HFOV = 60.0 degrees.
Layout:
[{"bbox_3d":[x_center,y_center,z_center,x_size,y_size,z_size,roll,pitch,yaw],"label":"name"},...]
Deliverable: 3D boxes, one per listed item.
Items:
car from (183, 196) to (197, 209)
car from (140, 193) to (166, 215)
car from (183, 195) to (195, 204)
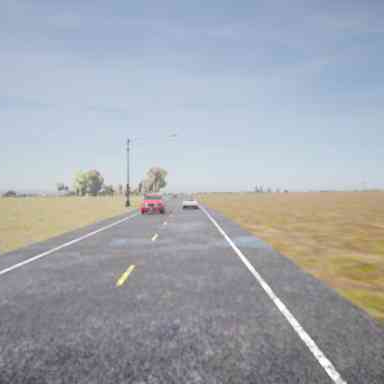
[{"bbox_3d":[-0.279,1.524,44.160,1.895,1.301,4.718,0,0,-1],"label":"car"},{"bbox_3d":[-3.821,1.157,33.494,2.150,2.045,5.566,0,0,-1],"label":"car"},{"bbox_3d":[-0.633,1.398,62.267,2.128,1.511,4.902,0,0,-1],"label":"car"}]
